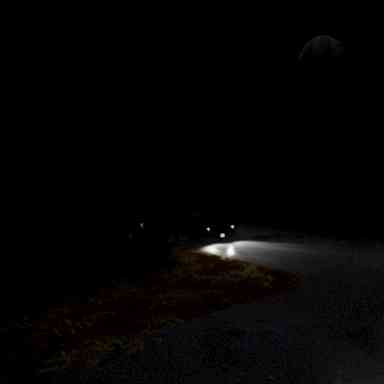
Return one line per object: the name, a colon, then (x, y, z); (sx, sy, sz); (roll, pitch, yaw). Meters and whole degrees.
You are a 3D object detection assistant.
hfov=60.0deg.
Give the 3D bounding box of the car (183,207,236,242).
car: (-0.272, 1.460, 16.277); (2.033, 1.411, 5.357); (1, 0, -37)
